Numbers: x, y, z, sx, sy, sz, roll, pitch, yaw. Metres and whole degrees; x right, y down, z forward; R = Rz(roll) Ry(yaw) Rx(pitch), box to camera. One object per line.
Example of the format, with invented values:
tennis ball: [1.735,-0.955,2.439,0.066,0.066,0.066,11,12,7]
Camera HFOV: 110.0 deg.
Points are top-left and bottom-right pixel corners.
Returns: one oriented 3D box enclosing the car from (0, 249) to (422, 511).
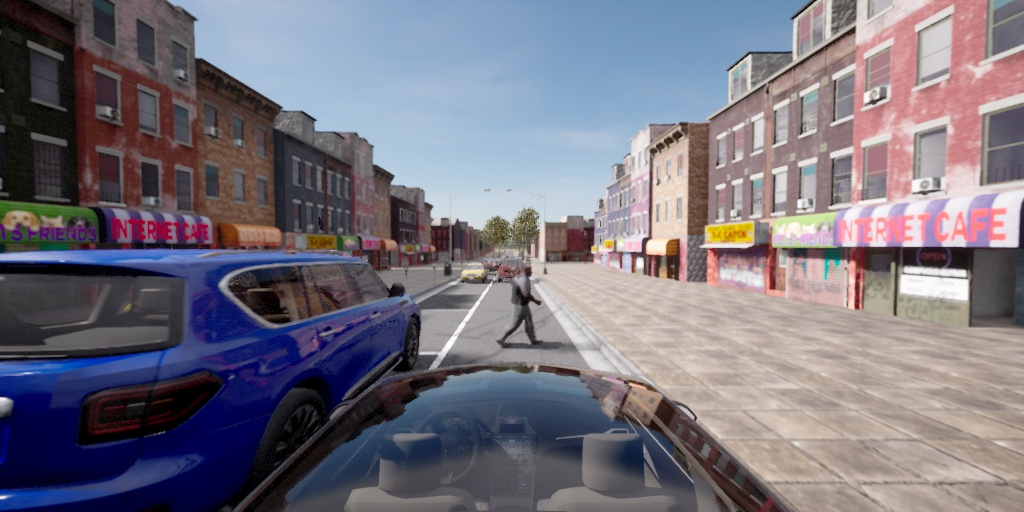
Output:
car: [-2.752,0.952,4.406,2.150,2.045,5.566,0,0,0]

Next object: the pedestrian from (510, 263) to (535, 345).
pedestrian: [0.215,0.996,7.643,0.375,1.860,0.375,1,2,0]

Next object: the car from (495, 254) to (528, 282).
car: [0.066,0.938,26.717,2.097,1.767,4.553,0,0,0]

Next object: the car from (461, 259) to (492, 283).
car: [-2.658,1.116,25.916,1.751,1.417,4.829,0,0,0]

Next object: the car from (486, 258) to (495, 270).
car: [-2.671,0.977,42.425,1.967,1.591,4.097,0,0,0]
